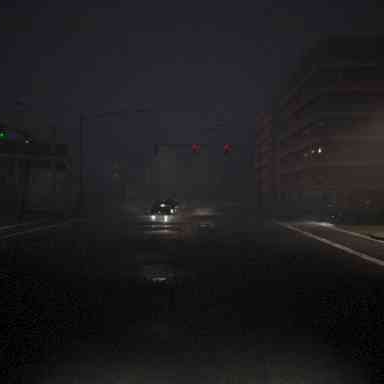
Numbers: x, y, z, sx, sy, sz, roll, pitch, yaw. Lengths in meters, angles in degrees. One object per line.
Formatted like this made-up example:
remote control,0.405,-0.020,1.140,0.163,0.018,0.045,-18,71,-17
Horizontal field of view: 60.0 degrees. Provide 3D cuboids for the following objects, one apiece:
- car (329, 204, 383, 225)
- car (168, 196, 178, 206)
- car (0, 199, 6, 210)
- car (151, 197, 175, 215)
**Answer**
car,11.895,1.564,23.315,4.181,1.385,1.994,0,0,0
car,-3.231,1.564,44.118,1.994,1.385,4.181,0,0,0
car,-24.030,1.456,38.948,3.806,1.475,1.970,0,0,1
car,-3.153,1.547,34.731,2.033,1.411,5.357,0,0,-1
